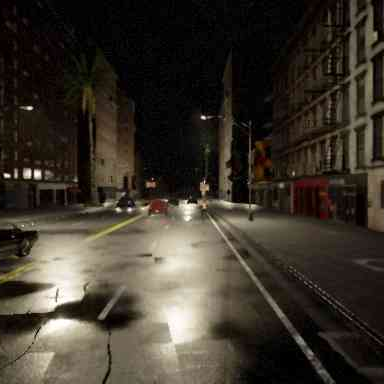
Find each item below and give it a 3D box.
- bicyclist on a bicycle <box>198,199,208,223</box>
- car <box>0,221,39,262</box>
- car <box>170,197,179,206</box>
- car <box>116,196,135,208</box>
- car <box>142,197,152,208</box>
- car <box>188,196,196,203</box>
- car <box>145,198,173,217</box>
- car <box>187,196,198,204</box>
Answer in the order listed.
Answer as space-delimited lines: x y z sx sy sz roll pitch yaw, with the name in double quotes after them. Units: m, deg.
0.903 1.477 24.105 0.582 1.620 1.656 0 0 0 "bicyclist on a bicycle"
-6.596 1.605 10.055 1.895 1.301 4.718 0 0 0 "car"
-3.129 1.612 55.904 2.128 1.511 4.902 0 0 0 "car"
-9.796 1.447 49.409 2.097 1.767 4.553 0 0 0 "car"
-6.546 1.581 51.513 1.882 1.535 5.008 0 0 0 "car"
0.029 1.723 77.631 1.837 1.490 4.892 0 0 0 "car"
-3.139 1.567 32.315 1.812 1.442 4.674 0 0 0 "car"
0.070 1.731 66.060 1.994 1.385 4.181 0 -1 1 "car"
